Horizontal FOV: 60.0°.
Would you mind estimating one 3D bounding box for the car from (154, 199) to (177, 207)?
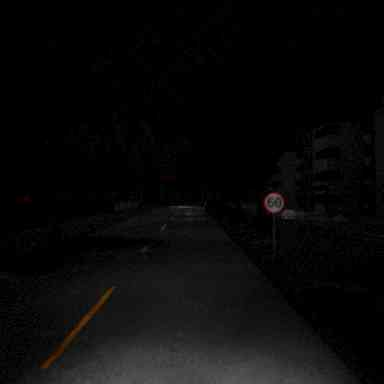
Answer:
[{"bbox_3d":[-5.053,2.140,66.907,2.128,1.511,4.902,2,-2,-41],"label":"car"}]

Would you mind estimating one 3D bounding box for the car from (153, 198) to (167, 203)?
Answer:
[{"bbox_3d":[-9.029,2.336,94.411,3.633,1.501,1.845,0,-1,0],"label":"car"}]
